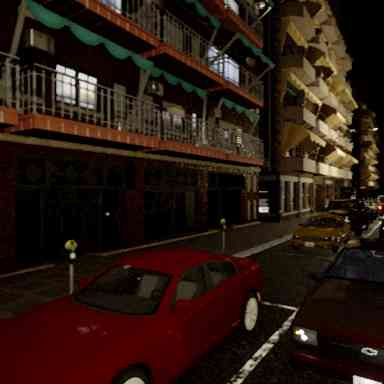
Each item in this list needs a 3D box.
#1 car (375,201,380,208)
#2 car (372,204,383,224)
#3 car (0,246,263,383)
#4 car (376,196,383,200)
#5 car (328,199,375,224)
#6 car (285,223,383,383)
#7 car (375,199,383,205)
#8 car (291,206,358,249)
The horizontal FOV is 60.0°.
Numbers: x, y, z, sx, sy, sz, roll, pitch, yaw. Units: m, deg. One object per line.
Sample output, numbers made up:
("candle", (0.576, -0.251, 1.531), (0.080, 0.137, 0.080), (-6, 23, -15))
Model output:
("car", (11.562, 1.553, 23.153), (2.008, 1.369, 4.403), (0, 0, 33))
("car", (10.456, 1.550, 16.500), (2.033, 1.411, 5.357), (0, 0, 33))
("car", (-0.474, 1.542, 4.609), (1.887, 1.381, 4.507), (0, 0, 33))
("car", (17.578, 1.449, 32.424), (1.967, 1.590, 4.097), (0, 0, 33))
("car", (8.551, 1.316, 18.518), (2.192, 1.841, 5.009), (0, 0, 33))
("car", (3.241, 1.547, 5.559), (2.033, 1.411, 5.357), (0, 0, 33))
("car", (14.571, 1.556, 27.789), (2.008, 1.369, 4.403), (0, 0, 33))
("car", (5.451, 1.524, 13.739), (1.752, 1.417, 4.829), (0, 0, 33))
